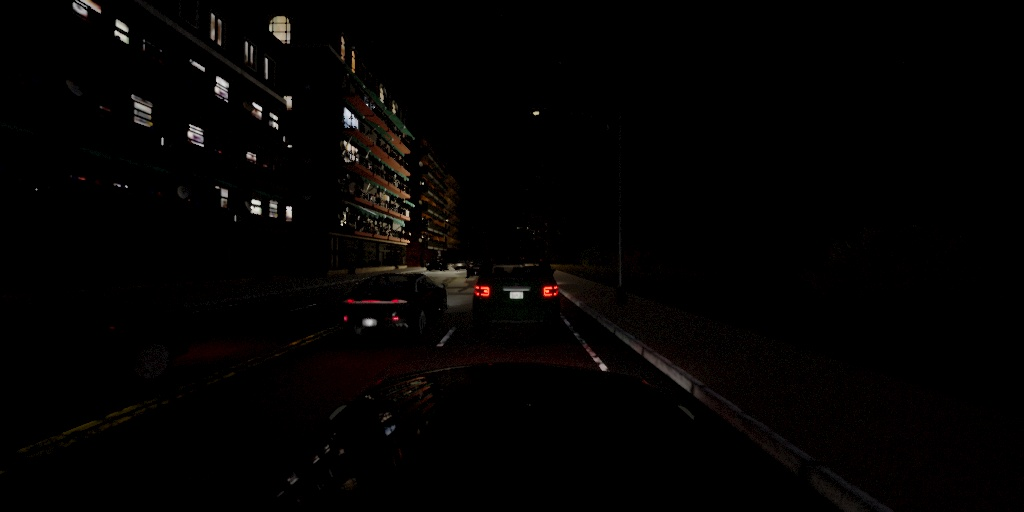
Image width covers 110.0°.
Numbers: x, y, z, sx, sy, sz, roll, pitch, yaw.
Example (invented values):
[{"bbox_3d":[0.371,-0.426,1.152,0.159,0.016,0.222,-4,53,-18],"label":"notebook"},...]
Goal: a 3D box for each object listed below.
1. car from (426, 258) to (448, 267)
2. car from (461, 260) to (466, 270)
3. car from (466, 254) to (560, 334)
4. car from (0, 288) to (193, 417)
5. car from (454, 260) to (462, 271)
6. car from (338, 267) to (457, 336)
[{"bbox_3d":[-9.724,1.093,46.598,2.097,1.767,4.553,0,0,0],"label":"car"},{"bbox_3d":[-3.063,1.236,33.274,2.128,1.511,4.902,0,0,0],"label":"car"},{"bbox_3d":[0.119,0.971,10.714,2.150,2.045,5.566,0,0,0],"label":"car"},{"bbox_3d":[-6.593,1.227,4.216,1.882,1.535,5.008,0,0,0],"label":"car"},{"bbox_3d":[-6.472,1.288,47.621,2.033,1.411,5.357,0,0,0],"label":"car"},{"bbox_3d":[-3.129,1.240,10.313,2.128,1.511,4.902,0,0,0],"label":"car"}]
